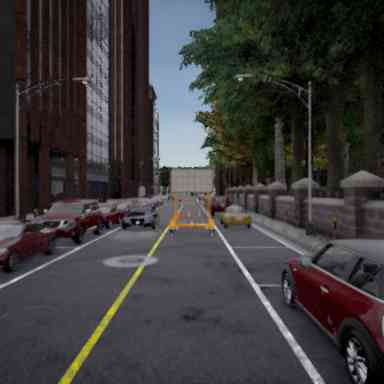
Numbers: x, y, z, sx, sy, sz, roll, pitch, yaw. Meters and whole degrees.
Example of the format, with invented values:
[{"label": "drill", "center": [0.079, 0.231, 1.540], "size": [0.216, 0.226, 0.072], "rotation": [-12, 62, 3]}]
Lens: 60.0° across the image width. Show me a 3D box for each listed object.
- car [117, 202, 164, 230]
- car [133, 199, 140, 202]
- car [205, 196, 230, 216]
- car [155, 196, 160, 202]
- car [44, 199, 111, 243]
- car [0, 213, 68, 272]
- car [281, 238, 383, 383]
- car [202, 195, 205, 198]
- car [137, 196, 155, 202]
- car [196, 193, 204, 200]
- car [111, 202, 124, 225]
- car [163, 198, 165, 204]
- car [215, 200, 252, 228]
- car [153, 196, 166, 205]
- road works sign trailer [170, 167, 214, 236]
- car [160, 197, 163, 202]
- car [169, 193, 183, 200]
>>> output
[{"label": "car", "center": [-3.098, 1.548, 20.926], "size": [1.994, 1.385, 4.181], "rotation": [0, 0, 0]}, {"label": "car", "center": [-5.762, 1.527, 27.032], "size": [1.887, 1.381, 4.507], "rotation": [0, 0, 0]}, {"label": "car", "center": [2.763, 1.295, 32.492], "size": [2.192, 1.841, 5.009], "rotation": [0, 0, 0]}, {"label": "car", "center": [-5.761, 1.528, 43.403], "size": [2.008, 1.369, 4.403], "rotation": [0, 0, 0]}, {"label": "car", "center": [-5.762, 1.303, 16.117], "size": [2.192, 1.841, 5.009], "rotation": [0, 0, 0]}, {"label": "car", "center": [-5.763, 1.574, 10.661], "size": [1.802, 1.307, 4.206], "rotation": [0, 0, 0]}, {"label": "car", "center": [2.762, 1.436, 5.209], "size": [1.967, 1.590, 4.097], "rotation": [0, 0, 0]}, {"label": "car", "center": [2.764, 1.541, 48.862], "size": [1.947, 1.339, 4.313], "rotation": [0, 0, 0]}, {"label": "car", "center": [-5.762, 1.419, 37.946], "size": [1.967, 1.590, 4.097], "rotation": [0, 0, 0]}, {"label": "car", "center": [2.766, 1.414, 91.744], "size": [1.967, 1.590, 4.097], "rotation": [0, 0, 0]}, {"label": "car", "center": [-5.762, 1.529, 21.575], "size": [1.887, 1.381, 4.507], "rotation": [0, 0, 0]}, {"label": "car", "center": [-5.761, 1.415, 54.317], "size": [1.967, 1.590, 4.097], "rotation": [0, 0, 0]}, {"label": "car", "center": [2.763, 1.509, 21.749], "size": [1.752, 1.417, 4.829], "rotation": [0, 0, 0]}, {"label": "car", "center": [-5.761, 1.499, 59.604], "size": [1.752, 1.417, 4.829], "rotation": [0, 0, 0]}, {"label": "road works sign trailer", "center": [0.000, 0.450, 18.125], "size": [2.380, 3.560, 2.880], "rotation": [0, 0, 0]}, {"label": "car", "center": [-5.761, 1.521, 48.860], "size": [1.887, 1.381, 4.507], "rotation": [0, 0, 0]}, {"label": "car", "center": [-2.998, 0.983, 62.009], "size": [2.097, 1.767, 4.553], "rotation": [0, 0, 0]}]
